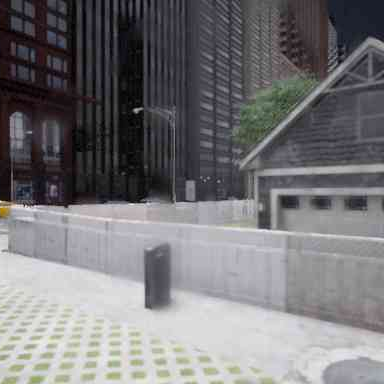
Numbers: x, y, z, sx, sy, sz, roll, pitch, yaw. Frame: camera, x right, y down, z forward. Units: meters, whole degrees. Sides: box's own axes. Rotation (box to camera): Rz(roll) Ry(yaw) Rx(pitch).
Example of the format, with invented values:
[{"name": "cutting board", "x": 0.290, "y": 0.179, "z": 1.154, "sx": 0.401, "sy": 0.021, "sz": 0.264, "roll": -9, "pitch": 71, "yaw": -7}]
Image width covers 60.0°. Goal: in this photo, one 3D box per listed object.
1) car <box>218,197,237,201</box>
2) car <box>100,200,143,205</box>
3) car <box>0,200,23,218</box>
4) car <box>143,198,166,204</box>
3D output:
[{"name": "car", "x": 5.476, "y": 1.520, "z": 51.790, "sx": 1.837, "sy": 1.490, "sz": 4.892, "roll": 0, "pitch": -1, "yaw": 36}, {"name": "car", "x": -7.874, "y": 1.549, "z": 33.515, "sx": 2.033, "sy": 1.411, "sz": 5.357, "roll": 0, "pitch": 0, "yaw": 36}, {"name": "car", "x": -16.477, "y": 1.485, "z": 27.180, "sx": 1.882, "sy": 1.535, "sz": 5.008, "roll": 0, "pitch": 1, "yaw": 36}, {"name": "car", "x": -5.364, "y": 1.505, "z": 42.503, "sx": 2.128, "sy": 1.511, "sz": 4.902, "roll": 0, "pitch": 0, "yaw": 36}]
